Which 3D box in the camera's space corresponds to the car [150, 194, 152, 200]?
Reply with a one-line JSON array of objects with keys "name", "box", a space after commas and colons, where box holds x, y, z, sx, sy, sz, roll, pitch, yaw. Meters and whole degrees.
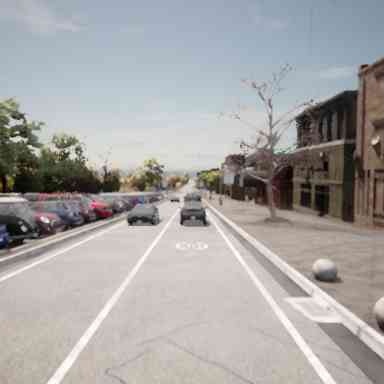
[{"name": "car", "box": [-9.001, 1.421, 50.456, 4.892, 1.521, 2.231, 0, 0, 0]}]

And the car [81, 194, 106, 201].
[{"name": "car", "box": [-22.135, 1.247, 74.793, 4.892, 1.521, 2.231, 0, 1, 0]}]

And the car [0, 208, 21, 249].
[{"name": "car", "box": [-8.902, 1.461, 11.207, 5.008, 1.535, 2.097, 0, 0, 0]}]

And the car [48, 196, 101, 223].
[{"name": "car", "box": [-8.901, 1.326, 22.420, 4.553, 1.767, 2.185, 0, 0, 0]}]

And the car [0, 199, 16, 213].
[{"name": "car", "box": [-22.013, 1.471, 35.927, 4.792, 1.488, 2.163, 0, 0, 0]}]

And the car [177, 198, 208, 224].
[{"name": "car", "box": [0.078, 1.477, 24.650, 1.837, 1.490, 4.892, 0, 0, 0]}]

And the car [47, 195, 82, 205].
[{"name": "car", "box": [-22.276, 1.381, 58.136, 5.366, 1.575, 1.946, 0, 0, 0]}]

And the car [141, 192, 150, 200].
[{"name": "car", "box": [-8.954, 1.180, 44.847, 5.566, 2.045, 2.435, 0, 0, 0]}]

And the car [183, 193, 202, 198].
[{"name": "car", "box": [0.068, 1.157, 41.439, 2.150, 2.045, 5.566, 0, 0, 0]}]

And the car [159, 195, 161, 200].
[{"name": "car", "box": [-9.020, 1.335, 64.479, 5.008, 1.535, 2.097, 0, 1, 0]}]

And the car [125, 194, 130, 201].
[{"name": "car", "box": [-8.988, 1.316, 33.633, 4.553, 1.767, 2.185, 0, 0, 0]}]

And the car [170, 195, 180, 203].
[{"name": "car", "box": [-3.314, 1.372, 65.246, 2.033, 1.411, 5.357, 0, 0, 0]}]

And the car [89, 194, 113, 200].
[{"name": "car", "box": [-21.955, 1.194, 80.343, 5.366, 1.575, 1.946, 0, 1, 0]}]

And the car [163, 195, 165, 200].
[{"name": "car", "box": [-8.859, 1.258, 72.888, 5.366, 1.575, 1.946, 0, 1, 0]}]

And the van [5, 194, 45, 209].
[{"name": "van", "box": [-22.177, 1.208, 44.253, 4.442, 1.987, 1.878, 0, 0, 0]}]

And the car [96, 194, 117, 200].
[{"name": "car", "box": [-22.124, 1.178, 85.895, 4.792, 1.488, 2.163, 0, 1, 0]}]

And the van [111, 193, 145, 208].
[{"name": "van", "box": [-9.105, 1.203, 47.647, 4.442, 1.987, 1.878, 0, 0, 0]}]

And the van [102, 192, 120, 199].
[{"name": "van", "box": [-22.282, 0.875, 91.443, 4.442, 1.987, 1.878, 0, 1, 0]}]

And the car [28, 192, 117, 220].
[{"name": "car", "box": [-8.910, 1.198, 25.223, 5.566, 2.045, 2.435, 0, 0, 0]}]

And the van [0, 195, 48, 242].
[{"name": "van", "box": [-8.797, 1.233, 14.010, 4.442, 1.987, 1.878, 0, 0, 0]}]

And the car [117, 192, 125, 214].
[{"name": "car", "box": [-8.916, 1.195, 28.027, 5.566, 2.045, 2.435, 0, 0, 0]}]

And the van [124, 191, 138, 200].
[{"name": "van", "box": [-9.086, 1.210, 39.239, 4.442, 1.987, 1.878, 0, 0, 0]}]

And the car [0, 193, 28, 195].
[{"name": "car", "box": [-22.077, 1.187, 38.702, 5.566, 2.045, 2.435, 0, 0, 0]}]

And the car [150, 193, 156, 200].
[{"name": "car", "box": [-9.036, 1.427, 56.067, 4.792, 1.488, 2.163, 0, 0, 0]}]

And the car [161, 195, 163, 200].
[{"name": "car", "box": [-9.041, 1.326, 70.085, 4.674, 1.452, 2.002, 0, 1, 0]}]

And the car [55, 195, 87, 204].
[{"name": "car", "box": [-22.092, 1.365, 60.913, 5.008, 1.535, 2.097, 0, 0, 0]}]

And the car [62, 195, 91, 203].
[{"name": "car", "box": [-22.098, 1.344, 63.691, 4.892, 1.521, 2.231, 0, 1, 0]}]

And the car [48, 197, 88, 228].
[{"name": "car", "box": [-8.895, 1.328, 19.617, 4.553, 1.767, 2.185, 0, 0, 0]}]

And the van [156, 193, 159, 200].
[{"name": "van", "box": [-8.903, 1.132, 61.670, 4.442, 1.987, 1.878, 0, 1, 0]}]

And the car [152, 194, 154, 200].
[{"name": "car", "box": [-8.998, 1.450, 53.259, 4.674, 1.452, 2.002, 0, 0, 0]}]

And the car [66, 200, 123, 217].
[{"name": "car", "box": [-8.948, 1.484, 30.830, 4.674, 1.452, 2.002, 0, 0, 0]}]

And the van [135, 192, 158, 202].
[{"name": "van", "box": [-9.149, 1.084, 67.280, 4.442, 1.987, 1.878, 0, 1, 0]}]

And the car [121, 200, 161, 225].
[{"name": "car", "box": [-3.371, 1.521, 23.954, 2.033, 1.411, 5.357, 0, 0, 0]}]

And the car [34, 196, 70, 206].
[{"name": "car", "box": [-22.108, 1.444, 52.582, 4.792, 1.488, 2.163, 0, 0, 0]}]

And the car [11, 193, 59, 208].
[{"name": "car", "box": [-22.095, 1.180, 47.029, 5.566, 2.045, 2.435, 0, 0, 0]}]

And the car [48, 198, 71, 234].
[{"name": "car", "box": [-8.951, 1.331, 16.813, 4.553, 1.767, 2.185, 0, 0, 0]}]

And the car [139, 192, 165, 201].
[{"name": "car", "box": [-9.022, 0.985, 75.689, 5.566, 2.045, 2.435, 0, 0, 0]}]

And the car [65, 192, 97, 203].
[{"name": "car", "box": [-22.081, 1.068, 66.463, 5.566, 2.045, 2.435, 0, 1, 0]}]

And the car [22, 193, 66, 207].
[{"name": "car", "box": [-22.044, 1.172, 49.806, 5.566, 2.045, 2.435, 0, 0, 0]}]

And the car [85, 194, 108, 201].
[{"name": "car", "box": [-22.164, 1.251, 77.568, 4.792, 1.488, 2.163, 0, 0, 0]}]

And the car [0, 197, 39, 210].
[{"name": "car", "box": [-22.240, 1.433, 41.478, 5.366, 1.575, 1.946, 0, 0, 0]}]

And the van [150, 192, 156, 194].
[{"name": "van", "box": [-9.130, 1.152, 58.868, 4.442, 1.987, 1.878, 0, 0, 0]}]

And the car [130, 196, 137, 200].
[{"name": "car", "box": [-8.957, 1.440, 36.436, 4.892, 1.521, 2.231, 0, 0, 0]}]

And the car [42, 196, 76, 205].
[{"name": "car", "box": [-22.056, 1.433, 55.365, 4.792, 1.488, 2.163, 0, 0, 0]}]

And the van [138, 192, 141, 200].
[{"name": "van", "box": [-9.093, 1.208, 42.043, 4.442, 1.987, 1.878, 0, 0, 0]}]
